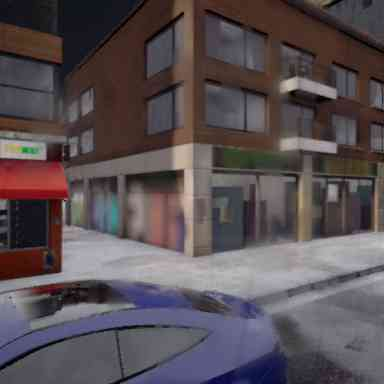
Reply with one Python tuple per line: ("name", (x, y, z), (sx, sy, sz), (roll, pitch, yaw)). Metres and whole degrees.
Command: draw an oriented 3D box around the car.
("car", (-1.226, 1.526, 2.503), (4.674, 1.442, 1.812), (0, 0, -36))
